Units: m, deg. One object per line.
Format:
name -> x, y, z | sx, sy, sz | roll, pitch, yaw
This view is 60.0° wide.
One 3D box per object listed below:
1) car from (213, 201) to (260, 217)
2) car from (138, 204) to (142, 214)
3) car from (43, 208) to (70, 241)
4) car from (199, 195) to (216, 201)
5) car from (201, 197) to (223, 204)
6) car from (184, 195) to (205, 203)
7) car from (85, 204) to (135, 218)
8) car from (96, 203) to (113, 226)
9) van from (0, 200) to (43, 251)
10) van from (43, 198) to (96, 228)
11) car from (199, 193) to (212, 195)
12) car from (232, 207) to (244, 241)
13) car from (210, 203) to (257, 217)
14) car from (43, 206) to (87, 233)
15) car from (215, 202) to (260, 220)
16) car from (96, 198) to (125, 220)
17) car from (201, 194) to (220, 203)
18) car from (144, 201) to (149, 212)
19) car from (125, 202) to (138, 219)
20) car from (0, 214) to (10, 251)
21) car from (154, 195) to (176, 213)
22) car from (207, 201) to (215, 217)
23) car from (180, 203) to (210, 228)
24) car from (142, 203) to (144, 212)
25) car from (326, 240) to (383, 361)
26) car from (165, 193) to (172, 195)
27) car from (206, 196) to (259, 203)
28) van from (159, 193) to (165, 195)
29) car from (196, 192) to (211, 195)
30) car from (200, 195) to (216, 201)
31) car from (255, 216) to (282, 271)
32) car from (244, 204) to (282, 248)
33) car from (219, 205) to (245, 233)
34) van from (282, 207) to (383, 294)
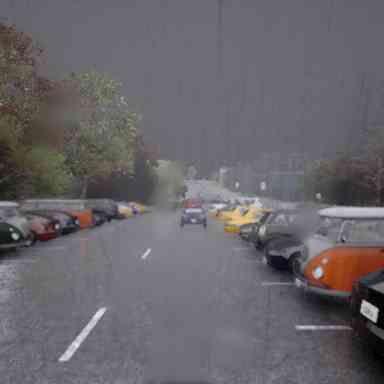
car -> 4.562, 1.833, 29.175 | 4.892, 1.521, 2.231 | 0, -1, 0
car -> -8.475, 2.002, 37.522 | 4.792, 1.488, 2.163 | 0, -1, 0
car -> -8.554, 1.646, 15.371 | 4.792, 1.488, 2.163 | 0, -1, 0
car -> 4.417, 1.746, 95.178 | 4.792, 1.488, 2.163 | 0, 1, 0
car -> 4.319, 1.797, 72.881 | 4.792, 1.488, 2.163 | 0, -1, 0
car -> 0.137, 1.775, 41.266 | 2.150, 2.045, 5.566 | 0, -1, 0
car -> -8.504, 1.965, 34.752 | 4.674, 1.452, 2.002 | 0, -1, 0
car -> -8.489, 1.767, 23.674 | 4.792, 1.488, 2.163 | 0, -1, 0
van -> -8.419, 1.362, 12.621 | 4.442, 1.987, 1.878 | 0, -1, 0
van -> -8.637, 1.465, 20.785 | 4.442, 1.987, 1.878 | 0, -1, 0
car -> 4.322, 1.668, 75.668 | 4.553, 1.767, 2.185 | 0, 0, 0
car -> 4.561, 1.618, 15.308 | 4.892, 1.521, 2.231 | 0, -1, 0
car -> 4.571, 1.973, 37.503 | 5.008, 1.535, 2.097 | 0, -1, 0
car -> -8.551, 1.679, 18.010 | 4.792, 1.488, 2.163 | 0, -1, 0
car -> 4.751, 1.782, 26.400 | 5.366, 1.575, 1.946 | 0, -1, 0
car -> -8.543, 1.533, 26.448 | 5.566, 2.045, 2.435 | 0, -1, 0
car -> 4.372, 1.770, 70.097 | 4.792, 1.488, 2.163 | 0, -1, 0
car -> -8.494, 2.064, 42.938 | 5.008, 1.535, 2.097 | 0, -1, 0
car -> -8.324, 1.875, 31.982 | 5.366, 1.575, 1.946 | 0, -1, 0
car -> -8.535, 1.561, 9.834 | 5.008, 1.535, 2.097 | 0, 0, 0
car -> -3.456, 1.850, 45.917 | 2.150, 2.045, 5.566 | 0, -1, 0
car -> 4.385, 1.876, 31.952 | 5.366, 1.575, 1.946 | 0, -1, 0
car -> 0.130, 1.799, 24.550 | 1.812, 1.442, 4.674 | 0, -1, 0
car -> -8.533, 1.892, 40.169 | 4.553, 1.767, 2.185 | 0, -1, 0
car -> 4.573, 1.546, 4.202 | 4.792, 1.488, 2.163 | 0, 0, 0
car -> -8.697, 1.788, 89.442 | 5.008, 1.535, 2.097 | 0, 1, 0
car -> 4.545, 1.675, 34.732 | 5.566, 2.045, 2.435 | 0, -1, 0
van -> -8.610, 1.514, 70.039 | 4.442, 1.987, 1.878 | 1, 0, 0
car -> 4.334, 1.571, 81.240 | 5.566, 2.045, 2.435 | 0, 0, 0
car -> 4.414, 1.631, 92.389 | 4.553, 1.767, 2.185 | 0, 1, 0
car -> 4.520, 1.592, 9.755 | 4.792, 1.488, 2.163 | 0, 0, 0
car -> 4.521, 1.462, 12.530 | 4.553, 1.767, 2.185 | 0, -1, 0
car -> 4.372, 1.649, 18.075 | 5.366, 1.575, 1.946 | 0, -1, 0
van -> 4.430, 1.314, 6.981 | 4.442, 1.987, 1.878 | 0, 0, 0
